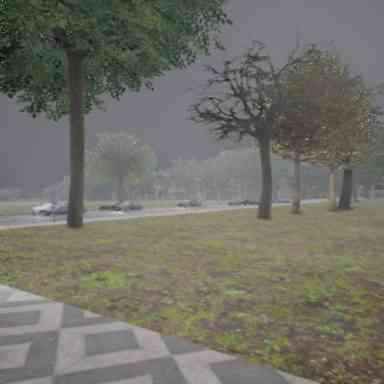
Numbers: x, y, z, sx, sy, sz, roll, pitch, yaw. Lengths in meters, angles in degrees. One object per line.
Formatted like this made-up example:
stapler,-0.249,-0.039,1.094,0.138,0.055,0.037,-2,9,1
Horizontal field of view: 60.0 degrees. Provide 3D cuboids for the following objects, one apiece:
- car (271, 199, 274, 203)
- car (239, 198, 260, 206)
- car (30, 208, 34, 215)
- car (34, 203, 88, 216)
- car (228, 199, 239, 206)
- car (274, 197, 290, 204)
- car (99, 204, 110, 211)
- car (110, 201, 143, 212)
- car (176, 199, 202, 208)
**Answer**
car,17.762,1.969,77.243,1.812,1.442,4.674,-1,-1,35
car,11.307,1.836,62.368,1.837,1.490,4.892,-1,-1,35
car,-16.902,1.991,39.826,1.812,1.442,4.674,-1,-1,35
car,-14.450,1.946,37.660,2.033,1.411,5.357,-1,-1,35
car,8.651,1.962,64.240,1.994,1.385,4.181,-1,-1,35
car,21.015,1.934,76.211,1.994,1.385,4.181,-1,-1,35
car,-11.116,2.080,47.952,1.895,1.301,4.718,-1,-1,35
car,-8.692,1.976,45.761,1.994,1.385,4.181,-1,-1,35
car,-0.442,1.986,57.237,2.033,1.411,5.357,-1,-1,36
